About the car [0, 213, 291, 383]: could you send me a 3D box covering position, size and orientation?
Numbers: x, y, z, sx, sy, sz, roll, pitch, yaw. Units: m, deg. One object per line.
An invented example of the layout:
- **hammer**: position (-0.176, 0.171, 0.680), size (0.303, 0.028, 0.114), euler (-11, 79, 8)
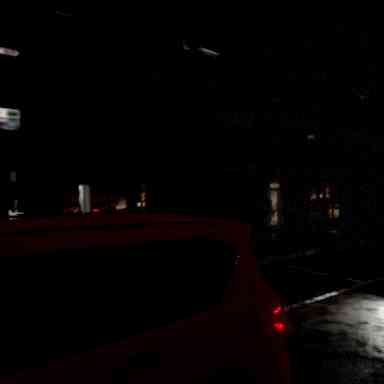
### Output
- **car**: position (-1.747, 1.230, 2.118), size (5.566, 2.045, 2.150), euler (0, 0, -36)

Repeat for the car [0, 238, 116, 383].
- **car**: position (-3.553, 1.539, 4.017), size (4.829, 1.417, 1.752), euler (0, -1, -36)
